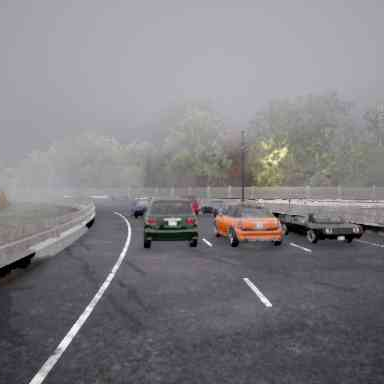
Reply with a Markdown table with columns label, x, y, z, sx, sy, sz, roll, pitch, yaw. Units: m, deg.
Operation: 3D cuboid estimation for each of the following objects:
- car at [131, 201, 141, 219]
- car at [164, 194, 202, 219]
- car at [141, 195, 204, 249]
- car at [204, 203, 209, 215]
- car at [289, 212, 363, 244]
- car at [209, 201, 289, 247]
| label | x | y | z | sx | sy | sz | roll | pitch | yaw |
| --- | --- | --- | --- | --- | --- | --- | --- | --- | --- |
| car | -4.332 | 1.483 | 29.736 | 1.882 | 1.535 | 5.008 | 0 | 0 | -16 |
| car | -0.983 | 1.256 | 30.753 | 2.150 | 2.045 | 5.566 | 0 | 0 | -16 |
| car | -1.093 | 1.256 | 14.878 | 2.150 | 2.045 | 5.566 | 0 | 0 | -8 |
| car | 2.384 | 1.562 | 31.711 | 2.033 | 1.411 | 5.357 | 0 | 0 | -16 |
| car | 5.836 | 1.615 | 15.876 | 1.895 | 1.301 | 4.718 | 0 | 0 | -8 |
| car | 2.380 | 1.364 | 15.317 | 2.097 | 1.767 | 4.553 | 0 | 0 | -8 |
